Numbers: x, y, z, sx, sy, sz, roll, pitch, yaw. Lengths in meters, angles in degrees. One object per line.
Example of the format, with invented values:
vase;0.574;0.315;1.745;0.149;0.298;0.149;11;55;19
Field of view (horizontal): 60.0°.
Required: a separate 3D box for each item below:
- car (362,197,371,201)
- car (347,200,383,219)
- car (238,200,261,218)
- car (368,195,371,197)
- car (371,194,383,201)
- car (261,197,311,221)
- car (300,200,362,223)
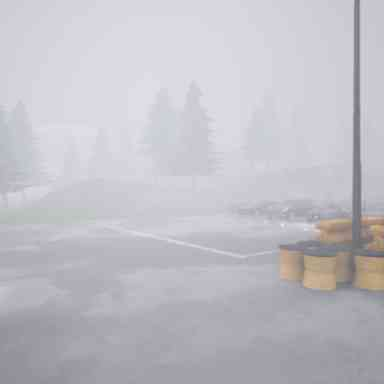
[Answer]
car;16.196;1.477;32.525;4.181;1.385;1.994;0;0;-35
car;12.140;1.485;21.123;4.674;1.442;1.812;0;0;-35
car;6.297;1.433;29.850;5.008;1.535;1.882;0;0;-35
car;22.795;1.165;41.432;4.553;1.767;2.097;-1;0;-35
car;18.509;1.264;29.873;4.553;1.767;2.097;-1;0;-35
car;8.126;1.309;26.858;4.553;1.767;2.097;0;0;-35
car;10.121;1.523;23.982;4.181;1.385;1.994;0;0;-35
